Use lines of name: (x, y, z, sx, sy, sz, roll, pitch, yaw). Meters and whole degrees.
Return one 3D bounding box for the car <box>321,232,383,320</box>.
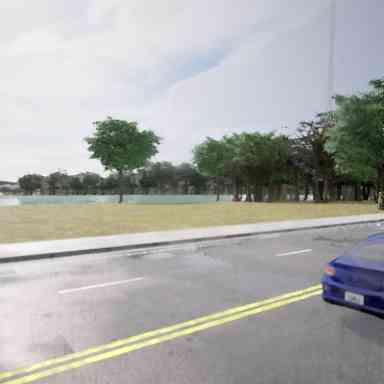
car: (4.449, 1.516, 6.618, 4.674, 1.442, 1.812, 0, 0, -36)
